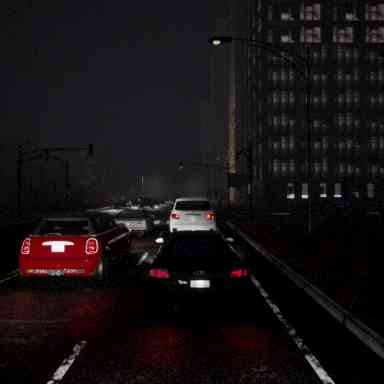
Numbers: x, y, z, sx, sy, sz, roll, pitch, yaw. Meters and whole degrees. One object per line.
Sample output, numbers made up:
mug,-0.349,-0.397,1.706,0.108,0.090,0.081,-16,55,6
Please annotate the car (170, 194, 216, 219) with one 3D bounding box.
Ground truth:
car,0.036,1.248,17.219,2.150,2.045,5.566,0,0,0

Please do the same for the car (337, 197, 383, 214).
car,16.208,1.377,30.126,4.829,1.417,1.752,0,-1,-1

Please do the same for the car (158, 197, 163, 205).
car,-6.785,1.818,59.730,1.895,1.301,4.718,0,0,0

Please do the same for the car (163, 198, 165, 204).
car,-6.759,1.815,70.200,2.128,1.511,4.902,0,0,0

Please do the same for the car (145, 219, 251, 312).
car,0.086,1.571,7.803,1.994,1.385,4.181,0,0,-2

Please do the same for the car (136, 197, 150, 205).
car,-10.010,1.764,67.856,2.128,1.511,4.902,0,0,0

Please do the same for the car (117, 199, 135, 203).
car,-10.021,1.755,48.658,1.895,1.301,4.718,0,0,0

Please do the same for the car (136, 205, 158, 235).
car,-3.225,1.631,18.904,1.895,1.301,4.718,0,0,-1

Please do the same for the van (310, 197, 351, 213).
van,15.797,1.443,38.147,3.998,1.788,1.690,0,-1,-1

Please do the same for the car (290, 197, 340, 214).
car,13.325,1.581,35.498,5.357,1.411,2.033,0,-2,-1

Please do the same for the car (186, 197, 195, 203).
car,-0.292,1.893,78.929,2.033,1.411,5.357,0,-1,0

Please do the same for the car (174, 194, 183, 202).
car,-3.581,1.550,89.372,2.150,2.045,5.566,0,-1,0

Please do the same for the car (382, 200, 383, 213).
car,23.596,1.530,35.661,5.357,1.411,2.033,0,-2,-1

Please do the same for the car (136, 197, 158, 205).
car,-6.773,1.668,50.474,1.837,1.490,4.892,0,0,0

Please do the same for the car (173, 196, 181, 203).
car,-3.542,1.831,78.918,1.882,1.535,5.008,0,-1,0

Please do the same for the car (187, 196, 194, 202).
car,-0.331,1.803,89.352,1.882,1.535,5.008,0,-1,0

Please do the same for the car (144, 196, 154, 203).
car,-10.039,1.821,78.130,1.882,1.535,5.008,0,0,0

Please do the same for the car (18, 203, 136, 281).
car,-3.186,1.362,10.008,2.097,1.767,4.553,0,0,0
